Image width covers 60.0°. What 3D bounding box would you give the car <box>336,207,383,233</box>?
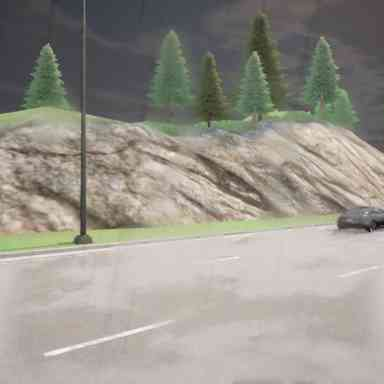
[{"bbox_3d":[10.516,1.563,19.874,4.181,1.385,1.994,0,0,-36],"label":"car"}]
